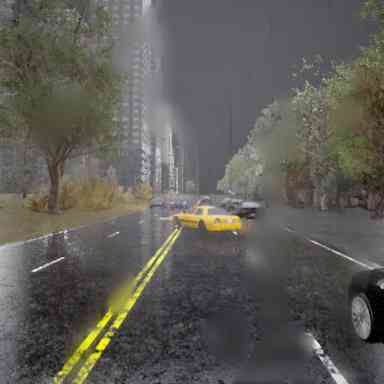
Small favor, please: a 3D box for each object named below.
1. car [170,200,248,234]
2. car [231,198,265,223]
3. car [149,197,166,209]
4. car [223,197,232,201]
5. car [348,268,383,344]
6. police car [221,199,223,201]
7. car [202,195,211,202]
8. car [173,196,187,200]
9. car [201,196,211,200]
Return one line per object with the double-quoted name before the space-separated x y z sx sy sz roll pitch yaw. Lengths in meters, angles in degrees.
"car" 0.662 1.467 19.288 1.801 1.575 5.366 1 0 -30
"car" 4.343 1.439 25.495 1.882 1.535 5.008 1 0 2
"car" -4.671 1.515 45.657 1.837 1.490 4.892 0 0 3
"car" 4.813 1.466 36.491 1.837 1.490 4.892 1 0 2
"car" 3.371 1.487 3.501 2.128 1.511 4.902 -1 0 2
"police car" 5.257 1.507 47.492 2.038 1.542 4.974 0 0 2
"car" 3.350 1.539 78.844 2.033 1.411 5.357 0 0 2
"car" -1.569 1.363 42.131 2.097 1.767 4.553 0 0 3
"car" 2.754 1.531 63.572 1.812 1.442 4.674 0 0 3
